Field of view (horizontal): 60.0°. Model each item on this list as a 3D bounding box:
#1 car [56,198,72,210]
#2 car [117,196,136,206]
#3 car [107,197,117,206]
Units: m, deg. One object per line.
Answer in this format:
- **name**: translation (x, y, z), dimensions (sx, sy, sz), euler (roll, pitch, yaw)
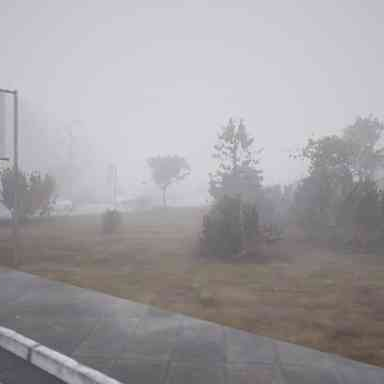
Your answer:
- **car**: translation (-17.161, 1.517, 41.120), dimensions (1.812, 1.442, 4.674), euler (0, 0, 39)
- **car**: translation (-8.662, 1.364, 51.777), dimensions (1.882, 1.535, 5.008), euler (0, 1, 39)
- **car**: translation (-11.501, 1.415, 53.831), dimensions (1.812, 1.442, 4.674), euler (0, 1, 39)
